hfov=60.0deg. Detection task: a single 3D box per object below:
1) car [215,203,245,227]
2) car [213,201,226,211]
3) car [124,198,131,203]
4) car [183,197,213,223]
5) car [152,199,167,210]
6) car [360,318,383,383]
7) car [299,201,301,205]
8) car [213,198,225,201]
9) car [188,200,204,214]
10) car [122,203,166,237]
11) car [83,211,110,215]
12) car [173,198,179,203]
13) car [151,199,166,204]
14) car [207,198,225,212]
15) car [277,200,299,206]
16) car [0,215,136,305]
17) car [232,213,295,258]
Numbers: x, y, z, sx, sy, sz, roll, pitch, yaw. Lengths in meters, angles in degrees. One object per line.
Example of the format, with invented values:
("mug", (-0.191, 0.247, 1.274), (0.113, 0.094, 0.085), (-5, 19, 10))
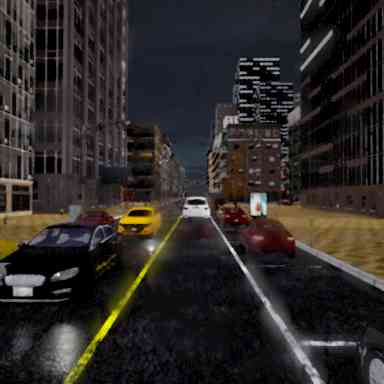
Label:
("car", (2.968, 1.774, 24.262), (1.887, 1.381, 4.507), (1, -1, 1))
("car", (3.037, 1.806, 29.990), (1.752, 1.417, 4.829), (1, -1, 1))
("car", (-16.359, 1.877, 76.696), (4.507, 1.381, 1.887), (1, -2, 0))
("car", (0.375, 1.477, 28.485), (2.150, 2.045, 5.566), (0, 0, 1))
("car", (-5.080, 1.885, 52.158), (1.967, 1.590, 4.097), (1, -1, 1))
("car", (2.704, 1.581, 2.026), (2.008, 1.369, 4.403), (1, -1, 1))
("car", (27.246, 2.871, 84.846), (4.829, 1.417, 1.752), (1, -2, 0))
("car", (3.169, 1.693, 40.940), (2.192, 1.841, 5.009), (1, -1, 1))
("car", (0.512, 1.852, 41.798), (1.882, 1.535, 5.008), (0, 0, 1))
("car", (-2.879, 1.638, 19.292), (1.882, 1.535, 5.008), (0, -1, 1))
("car", (-5.478, 1.727, 18.802), (1.802, 1.307, 4.206), (1, -1, 1))
("car", (-4.567, 2.381, 95.511), (1.752, 1.417, 4.829), (1, -1, 1))
("car", (-5.149, 1.918, 46.428), (1.752, 1.417, 4.829), (1, -1, 1))
("car", (3.235, 1.743, 46.499), (2.192, 1.841, 5.009), (1, -1, 1))
("car", (21.738, 2.523, 76.562), (4.097, 1.590, 1.967), (1, -2, 0))
("car", (-3.019, 1.556, 8.435), (2.128, 1.511, 4.902), (0, -1, 1))
("car", (2.836, 1.712, 13.144), (1.802, 1.307, 4.206), (1, -1, 1))
